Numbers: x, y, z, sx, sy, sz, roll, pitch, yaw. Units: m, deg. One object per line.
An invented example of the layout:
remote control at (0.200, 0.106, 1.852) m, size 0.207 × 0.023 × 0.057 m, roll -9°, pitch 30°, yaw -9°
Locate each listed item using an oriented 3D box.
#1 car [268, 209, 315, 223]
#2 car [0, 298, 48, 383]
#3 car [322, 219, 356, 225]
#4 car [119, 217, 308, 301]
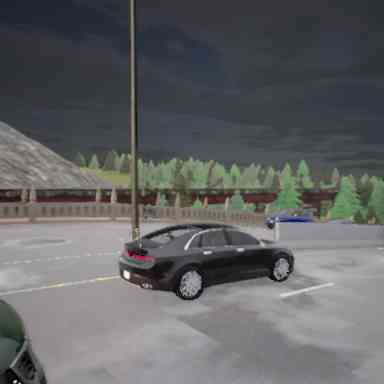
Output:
car at (9.622, 2.711, 32.237) m, size 5.566 × 2.045 × 2.150 m, roll 8°, pitch -5°, yaw -35°
car at (-3.531, 1.232, 1.228) m, size 5.566 × 2.045 × 2.150 m, roll -1°, pitch 0°, yaw -35°
car at (13.612, 3.236, 30.794) m, size 5.008 × 1.535 × 1.882 m, roll 8°, pitch -5°, yaw -35°
car at (0.596, 1.565, 8.472) m, size 4.892 × 1.490 × 1.837 m, roll 2°, pitch -1°, yaw -35°
